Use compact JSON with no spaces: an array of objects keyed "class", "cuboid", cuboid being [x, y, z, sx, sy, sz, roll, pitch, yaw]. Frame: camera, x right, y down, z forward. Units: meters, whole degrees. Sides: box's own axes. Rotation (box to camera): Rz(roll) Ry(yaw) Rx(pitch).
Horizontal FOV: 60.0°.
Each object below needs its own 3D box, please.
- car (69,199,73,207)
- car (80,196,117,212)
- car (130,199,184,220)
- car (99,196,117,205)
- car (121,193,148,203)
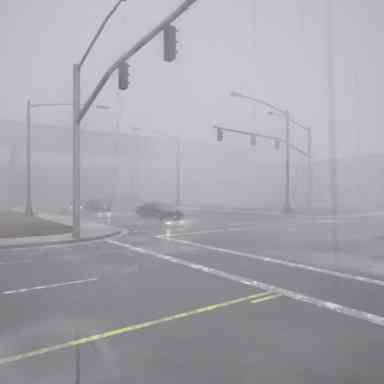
[{"class":"car","cuboid":[-17.988,1.564,52.087,1.994,1.385,4.181,0,0,-12]},{"class":"car","cuboid":[-11.258,1.492,39.668,2.128,1.511,4.902,0,0,-36]},{"class":"car","cuboid":[-2.887,1.547,28.251,2.033,1.411,5.357,0,0,-36]},{"class":"car","cuboid":[-14.992,1.526,59.810,1.812,1.442,4.674,0,0,3]},{"class":"car","cuboid":[-12.303,1.223,69.377,2.150,2.045,5.566,0,0,29]}]
